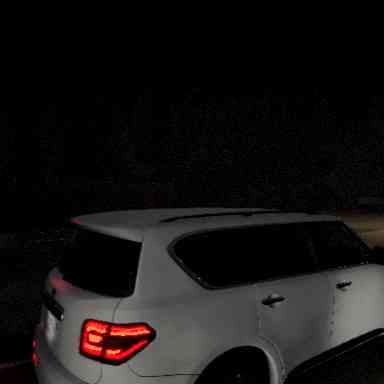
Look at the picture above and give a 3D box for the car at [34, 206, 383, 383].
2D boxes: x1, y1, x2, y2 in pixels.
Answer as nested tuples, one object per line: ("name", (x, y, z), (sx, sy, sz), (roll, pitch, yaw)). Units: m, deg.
("car", (0.970, 1.220, 4.437), (5.566, 2.045, 2.150), (0, 0, -36))
